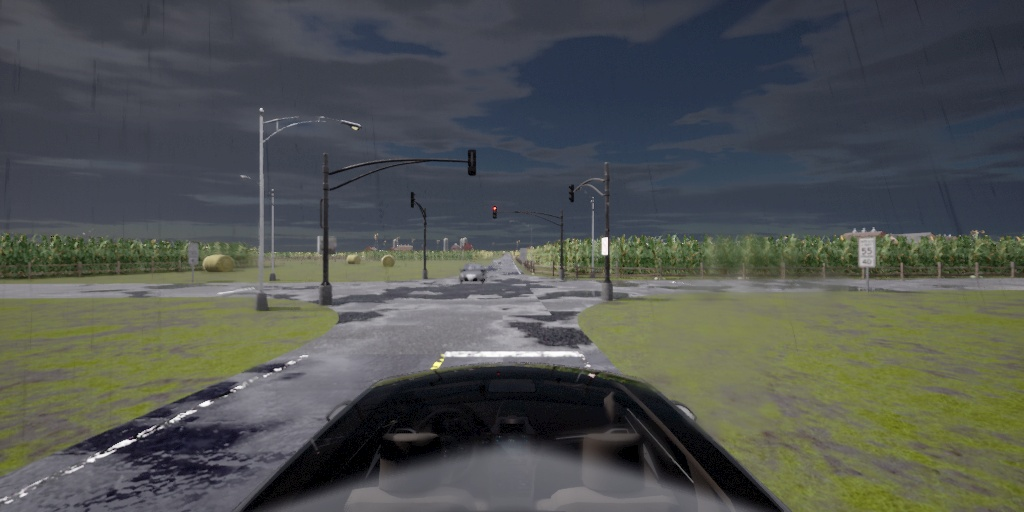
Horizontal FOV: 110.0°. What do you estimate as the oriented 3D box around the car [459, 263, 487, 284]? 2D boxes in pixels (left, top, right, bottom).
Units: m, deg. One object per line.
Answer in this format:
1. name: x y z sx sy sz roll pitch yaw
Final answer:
1. car: -2.914 1.282 27.297 2.128 1.511 4.902 0 0 -1
